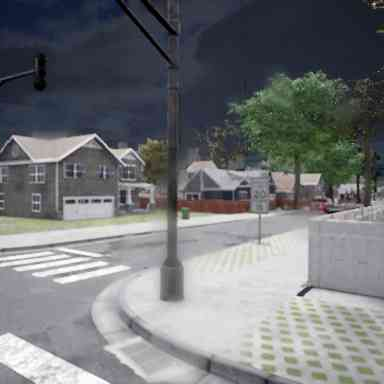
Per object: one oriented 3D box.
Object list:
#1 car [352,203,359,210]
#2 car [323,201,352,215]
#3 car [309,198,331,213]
[{"bbox_3d":[23.674,2.281,49.742,1.994,1.385,4.181,1,0,34],"label":"car"},{"bbox_3d":[18.300,2.168,41.739,1.994,1.385,4.181,1,0,35],"label":"car"},{"bbox_3d":[18.107,1.849,46.443,2.150,2.045,5.566,1,0,34],"label":"car"}]
